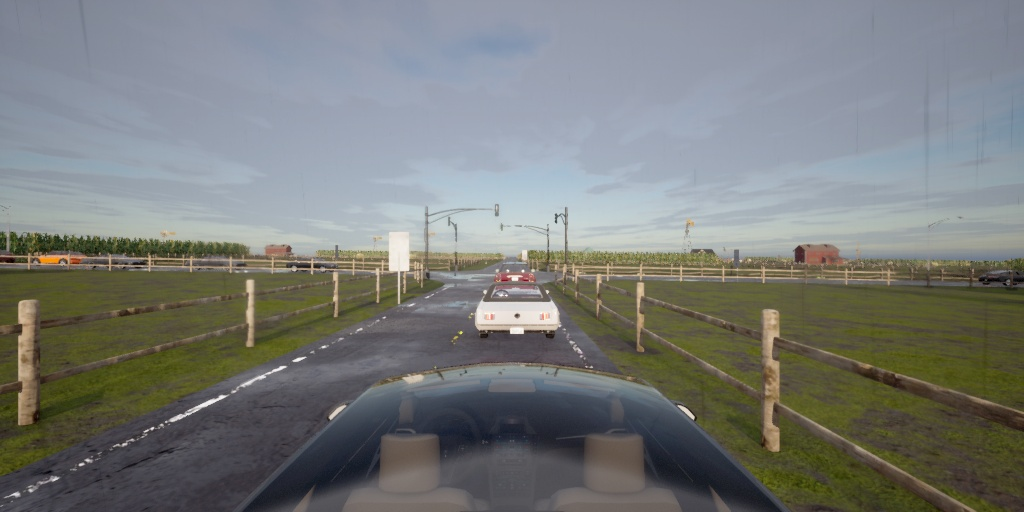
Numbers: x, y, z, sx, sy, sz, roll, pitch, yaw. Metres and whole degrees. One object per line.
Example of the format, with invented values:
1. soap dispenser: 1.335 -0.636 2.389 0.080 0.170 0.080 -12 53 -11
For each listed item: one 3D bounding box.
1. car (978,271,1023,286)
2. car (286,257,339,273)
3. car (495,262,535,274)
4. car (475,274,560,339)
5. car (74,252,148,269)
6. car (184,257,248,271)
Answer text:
1. car: 50.703 2.256 36.485 4.892 1.490 1.837 1 0 0
2. car: -20.334 0.896 36.664 4.892 1.490 1.837 1 0 0
3. car: 0.171 1.103 19.068 2.097 1.767 4.553 0 0 1
4. car: 0.120 1.351 10.080 1.895 1.301 4.718 0 0 0
5. car: -40.745 0.570 36.727 5.357 1.411 2.033 1 0 1
6. car: -30.223 0.759 36.694 5.357 1.411 2.033 1 0 1
